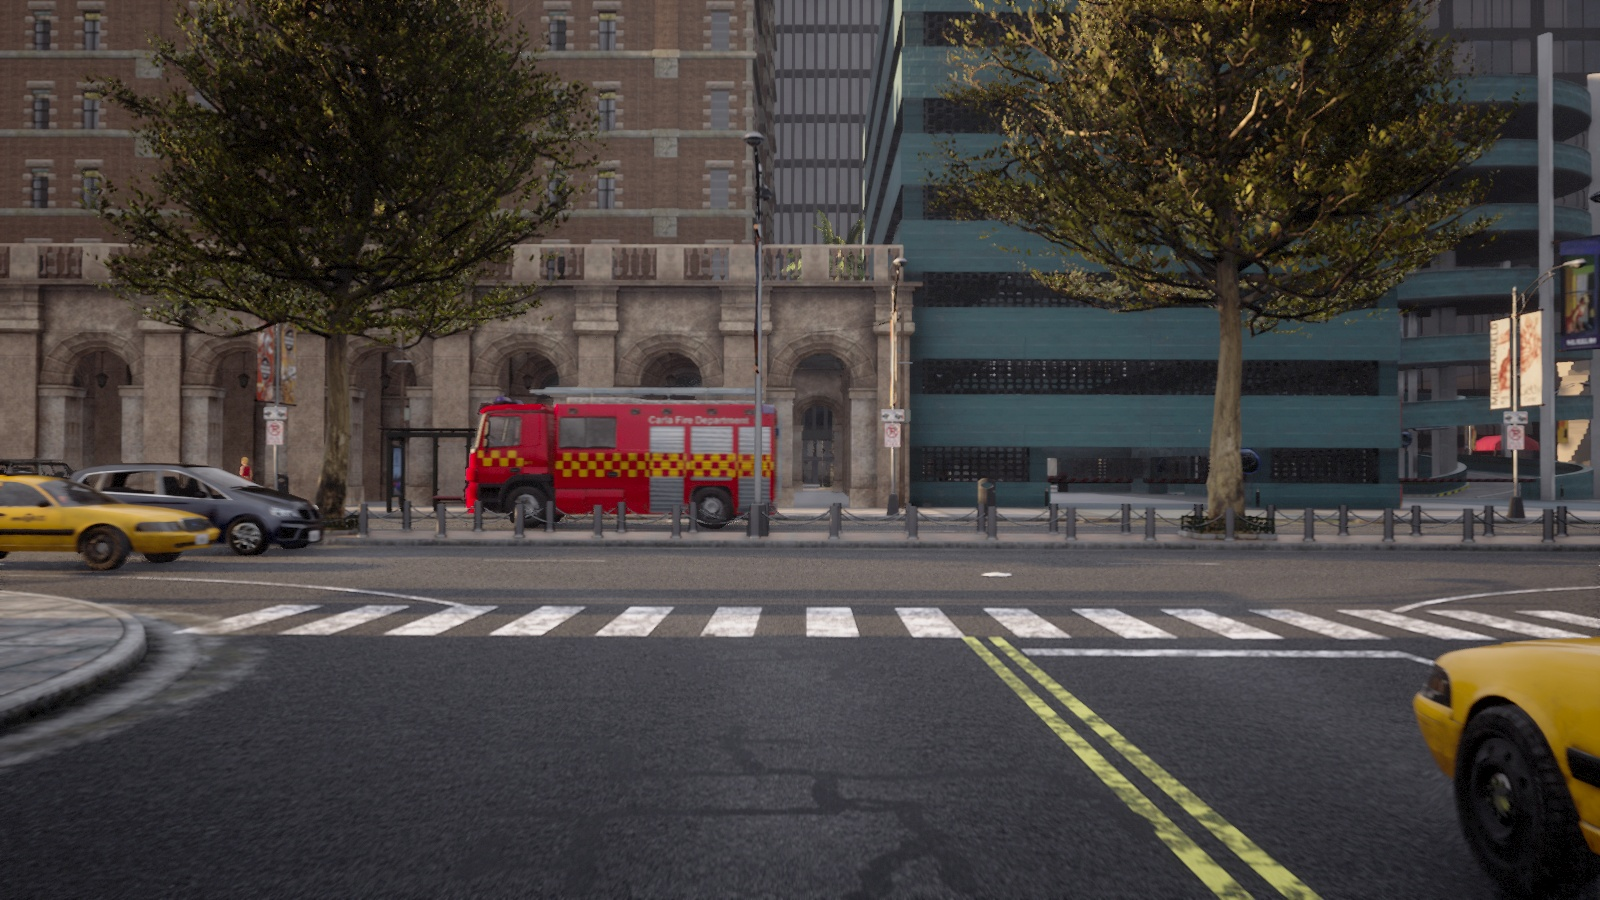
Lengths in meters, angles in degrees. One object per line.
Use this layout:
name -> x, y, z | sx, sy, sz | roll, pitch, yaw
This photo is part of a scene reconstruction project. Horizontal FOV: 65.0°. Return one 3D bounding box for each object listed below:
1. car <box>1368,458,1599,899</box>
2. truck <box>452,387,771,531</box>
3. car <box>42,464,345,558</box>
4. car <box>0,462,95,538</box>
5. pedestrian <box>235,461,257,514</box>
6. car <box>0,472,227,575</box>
car -> 3.492, 0.790, 3.014 | 1.801, 1.575, 5.366 | 0, -1, 0
truck -> -5.098, 0.269, 35.094 | 8.468, 3.827, 2.891 | 0, -1, 1
car -> -11.302, 1.108, 23.664 | 4.611, 1.667, 2.242 | 0, -1, 1
car -> -20.698, 1.256, 31.787 | 4.605, 1.855, 1.932 | 0, -1, 1
pedestrian -> -19.174, 1.289, 43.468 | 0.594, 1.836, 0.345 | -1, -1, 19
car -> -12.261, 1.146, 20.117 | 5.366, 1.575, 1.801 | 0, -1, 3
